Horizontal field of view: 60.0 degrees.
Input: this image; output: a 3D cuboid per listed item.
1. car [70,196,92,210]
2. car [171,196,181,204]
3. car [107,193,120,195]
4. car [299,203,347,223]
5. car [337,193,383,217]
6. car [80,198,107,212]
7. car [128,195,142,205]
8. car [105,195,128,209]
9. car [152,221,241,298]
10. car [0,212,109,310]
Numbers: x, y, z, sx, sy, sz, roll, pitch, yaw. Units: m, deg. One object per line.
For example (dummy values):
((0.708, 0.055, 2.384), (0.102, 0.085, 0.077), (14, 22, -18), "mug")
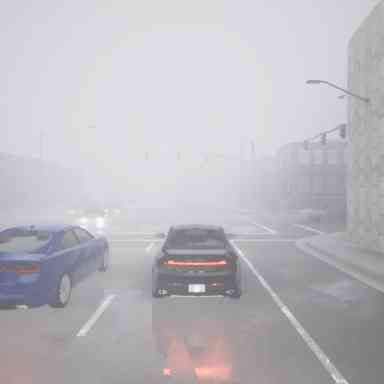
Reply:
((-13.979, 1.352, 42.703), (2.097, 1.767, 4.553), (0, 0, 0), "car")
((-3.206, 1.478, 65.999), (1.882, 1.535, 5.008), (0, 0, 0), "car")
((-13.905, 1.224, 58.330), (2.150, 2.045, 5.566), (0, 0, 0), "car")
((10.286, 1.456, 23.821), (4.718, 1.301, 1.895), (-3, 0, 0), "car")
((14.996, 1.015, 27.522), (5.008, 1.535, 1.882), (-5, 0, 0), "car")
((-9.609, 1.601, 32.634), (1.895, 1.301, 4.718), (0, 0, -15), "car")
((-10.390, 1.352, 60.314), (2.097, 1.767, 4.553), (0, 0, 1), "car")
((-10.461, 1.526, 45.152), (1.812, 1.442, 4.674), (0, 0, 0), "car")
((0.104, 1.505, 8.478), (1.837, 1.490, 4.892), (0, 0, 0), "car")
((-3.401, 1.478, 7.933), (1.882, 1.535, 5.008), (0, 0, 0), "car")
